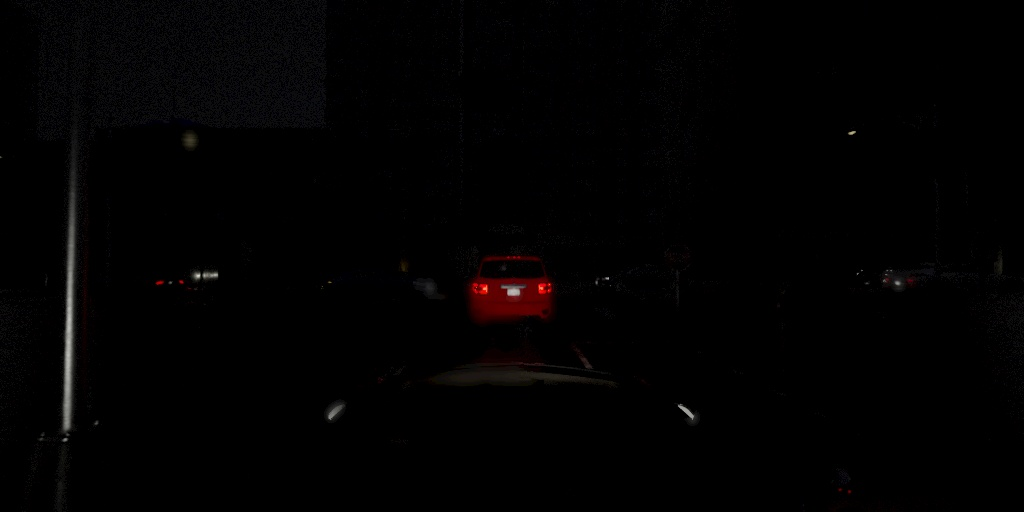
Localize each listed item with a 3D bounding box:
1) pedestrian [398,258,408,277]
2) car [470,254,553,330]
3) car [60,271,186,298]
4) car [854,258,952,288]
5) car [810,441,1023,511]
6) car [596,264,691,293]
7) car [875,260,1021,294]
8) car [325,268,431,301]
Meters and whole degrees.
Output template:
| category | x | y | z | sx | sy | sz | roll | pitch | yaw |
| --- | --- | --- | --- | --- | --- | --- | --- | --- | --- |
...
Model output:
| category | x | y | z | sx | sy | sz | roll | pitch | yaw |
| --- | --- | --- | --- | --- | --- | --- | --- | --- | --- |
| pedestrian | -6.820 | 1.003 | 22.491 | 0.375 | 1.860 | 0.375 | 0 | 0 | 0 |
| car | -0.144 | 0.952 | 11.254 | 2.150 | 2.045 | 5.566 | 0 | 0 | -4 |
| car | -21.136 | 1.535 | 19.636 | 5.357 | 1.411 | 2.033 | -1 | -1 | 0 |
| car | 21.511 | 0.907 | 19.459 | 4.553 | 1.767 | 2.097 | 0 | -1 | 0 |
| car | 2.638 | 1.334 | 0.408 | 1.802 | 1.307 | 4.207 | 0 | 0 | 0 |
| car | 7.067 | 1.170 | 19.514 | 4.902 | 1.511 | 2.128 | 0 | -1 | 1 |
| car | 20.105 | 1.039 | 16.511 | 4.674 | 1.442 | 1.812 | 0 | -1 | 0 |
| car | -6.120 | 1.278 | 16.623 | 4.674 | 1.442 | 1.812 | -1 | -1 | 0 |
